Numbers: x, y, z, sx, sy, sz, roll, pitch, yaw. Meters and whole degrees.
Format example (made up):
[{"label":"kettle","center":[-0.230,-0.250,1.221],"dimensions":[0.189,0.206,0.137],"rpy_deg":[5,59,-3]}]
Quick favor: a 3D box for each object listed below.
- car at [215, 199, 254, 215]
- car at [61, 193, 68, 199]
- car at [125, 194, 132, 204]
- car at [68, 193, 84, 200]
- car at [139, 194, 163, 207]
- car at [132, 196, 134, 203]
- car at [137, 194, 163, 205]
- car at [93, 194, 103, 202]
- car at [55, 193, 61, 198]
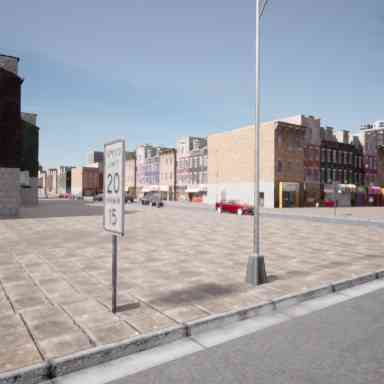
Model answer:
[{"label":"car","center":[4.046,1.368,30.982],"dimensions":[1.887,1.381,4.507],"rpy_deg":[1,0,-35]},{"label":"car","center":[-27.670,0.925,75.839],"dimensions":[1.887,1.381,4.507],"rpy_deg":[1,0,-35]},{"label":"car","center":[-11.963,1.047,52.962],"dimensions":[1.882,1.535,5.008],"rpy_deg":[1,0,-35]},{"label":"car","center":[-24.499,0.966,71.353],"dimensions":[2.008,1.369,4.403],"rpy_deg":[1,0,-35]},{"label":"car","center":[-5.469,1.230,44.439],"dimensions":[1.947,1.339,4.313],"rpy_deg":[1,0,-35]},{"label":"car","center":[-11.772,1.074,57.912],"dimensions":[1.837,1.490,4.892],"rpy_deg":[1,0,-35]},{"label":"car","center":[-6.366,1.149,50.356],"dimensions":[1.837,1.490,4.892],"rpy_deg":[1,0,-35]},{"label":"car","center":[-16.012,1.041,58.673],"dimensions":[1.812,1.442,4.674],"rpy_deg":[1,0,-35]},{"label":"car","center":[-30.842,0.893,80.326],"dimensions":[1.887,1.381,4.507],"rpy_deg":[1,0,-35]}]
